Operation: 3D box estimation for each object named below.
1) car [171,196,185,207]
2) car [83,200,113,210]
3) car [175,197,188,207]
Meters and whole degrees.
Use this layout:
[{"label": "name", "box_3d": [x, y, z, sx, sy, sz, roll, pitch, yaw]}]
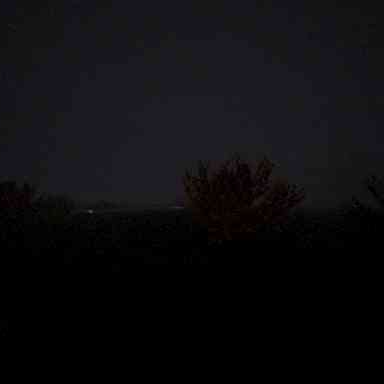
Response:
[{"label": "car", "box_3d": [-1.740, 1.857, 65.457, 2.150, 2.045, 5.566, -1, -2, 36]}, {"label": "car", "box_3d": [-13.774, 1.934, 48.958, 1.812, 1.442, 4.674, -1, -1, 36]}, {"label": "car", "box_3d": [-0.570, 2.064, 61.015, 1.812, 1.442, 4.674, -1, -1, 36]}]
